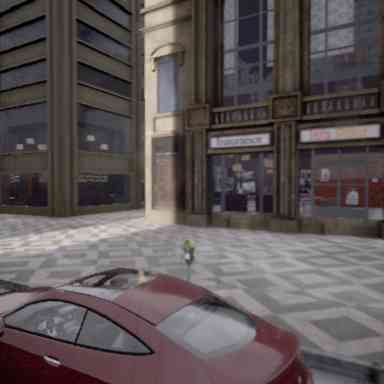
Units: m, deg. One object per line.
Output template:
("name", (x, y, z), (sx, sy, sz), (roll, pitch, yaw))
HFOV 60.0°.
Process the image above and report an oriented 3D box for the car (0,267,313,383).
("car", (-0.959, 1.507, 3.509), (4.206, 1.307, 1.802), (0, 2, 30))
